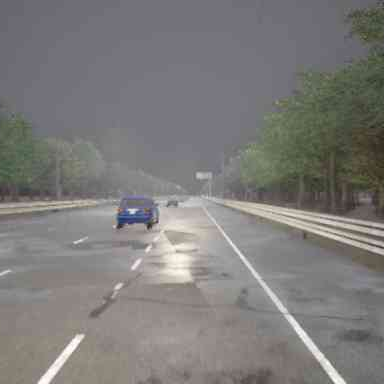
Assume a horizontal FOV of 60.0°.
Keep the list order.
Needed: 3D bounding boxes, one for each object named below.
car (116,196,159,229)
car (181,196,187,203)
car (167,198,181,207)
[{"bbox_3d":[-3.478,1.301,22.121,2.150,2.045,5.566,0,0,0],"label":"car"},{"bbox_3d":[-3.042,2.236,93.235,1.994,1.385,4.181,0,-1,1],"label":"car"},{"bbox_3d":[-3.326,1.878,58.056,1.837,1.490,4.892,0,-1,0],"label":"car"}]
